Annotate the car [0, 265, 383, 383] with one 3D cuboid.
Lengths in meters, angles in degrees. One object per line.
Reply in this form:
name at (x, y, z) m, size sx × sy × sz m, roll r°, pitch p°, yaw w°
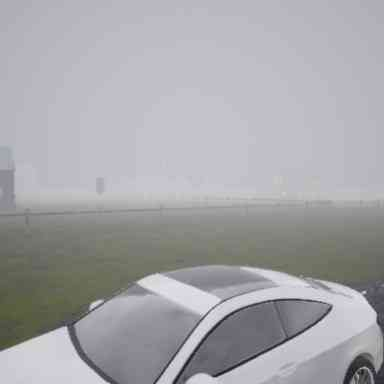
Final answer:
car at (-0.003, 1.522, 3.067) m, size 4.674 × 1.442 × 1.812 m, roll -1°, pitch 0°, yaw -36°
